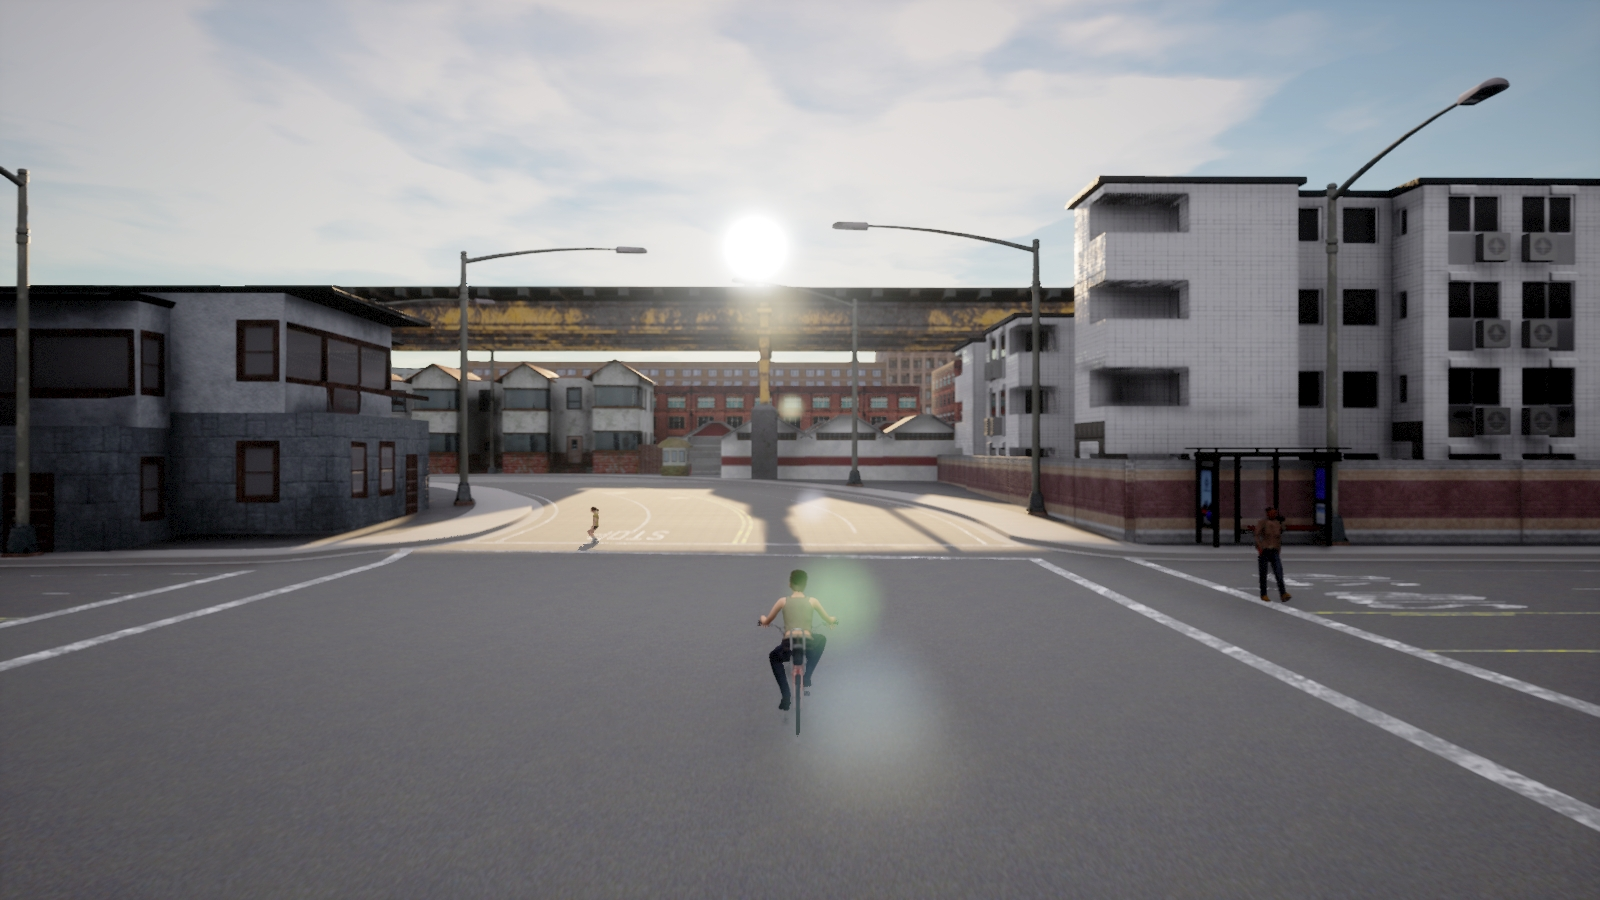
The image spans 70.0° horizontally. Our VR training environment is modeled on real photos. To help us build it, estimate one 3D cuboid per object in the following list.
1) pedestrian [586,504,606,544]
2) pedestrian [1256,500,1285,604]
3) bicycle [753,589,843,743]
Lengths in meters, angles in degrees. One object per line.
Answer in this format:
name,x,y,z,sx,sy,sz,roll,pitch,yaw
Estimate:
pedestrian,-5.801,2.092,32.521,0.500,1.100,0.500,0,0,-1
pedestrian,8.565,1.847,20.815,0.375,1.860,0.375,0,0,-1
bicycle,-0.016,2.168,11.753,0.859,1.301,1.487,0,0,0
